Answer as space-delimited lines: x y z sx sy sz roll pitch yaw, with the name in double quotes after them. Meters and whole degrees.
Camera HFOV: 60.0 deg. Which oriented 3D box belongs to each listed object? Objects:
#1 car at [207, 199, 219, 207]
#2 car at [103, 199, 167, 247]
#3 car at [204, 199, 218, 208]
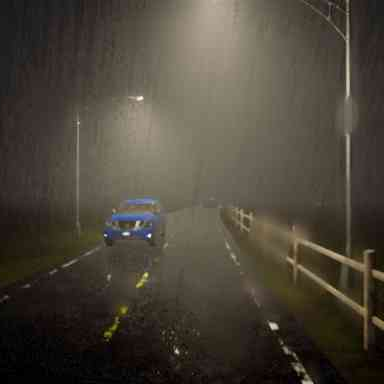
4.446 2.181 69.054 2.128 1.511 4.902 0 -1 7 "car"
-2.533 1.373 16.158 2.150 2.045 5.566 0 -1 2 "car"
3.223 2.137 58.745 2.033 1.411 5.357 0 -1 6 "car"
